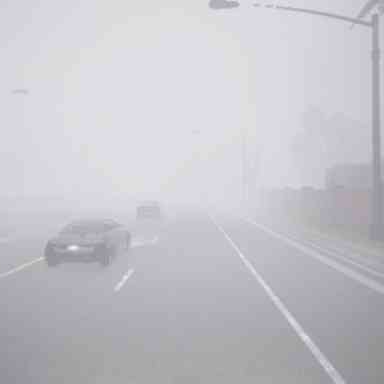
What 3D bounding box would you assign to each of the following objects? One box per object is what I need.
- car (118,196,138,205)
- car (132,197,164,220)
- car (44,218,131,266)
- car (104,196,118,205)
[{"bbox_3d":[-9.779,1.346,54.591,2.128,1.511,4.902,0,0,9],"label":"car"},{"bbox_3d":[-3.412,1.436,27.846,1.882,1.535,5.008,0,0,0],"label":"car"},{"bbox_3d":[-3.424,1.580,11.647,1.994,1.385,4.181,0,0,0],"label":"car"},{"bbox_3d":[-13.130,1.352,55.743,2.128,1.511,4.902,0,0,9],"label":"car"}]
